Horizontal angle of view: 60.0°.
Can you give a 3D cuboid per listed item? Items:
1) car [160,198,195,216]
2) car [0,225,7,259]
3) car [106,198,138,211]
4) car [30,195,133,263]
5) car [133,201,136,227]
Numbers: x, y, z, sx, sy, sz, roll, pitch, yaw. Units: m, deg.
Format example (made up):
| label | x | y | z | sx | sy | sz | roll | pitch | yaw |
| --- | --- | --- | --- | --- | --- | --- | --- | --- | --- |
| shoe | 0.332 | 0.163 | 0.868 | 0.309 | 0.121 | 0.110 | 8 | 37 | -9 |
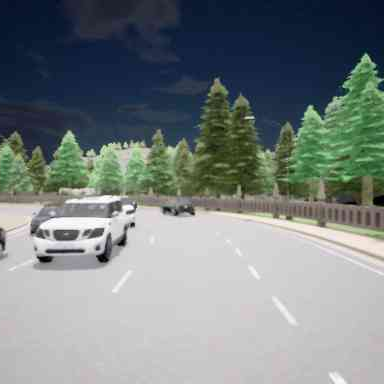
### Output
| label | x | y | z | sx | sy | sz | roll | pitch | yaw |
| --- | --- | --- | --- | --- | --- | --- | --- | --- | --- |
| car | -1.499 | 1.374 | 32.716 | 2.097 | 1.767 | 4.553 | 0 | 0 | -26 |
| car | -7.213 | 1.514 | 9.479 | 1.837 | 1.490 | 4.892 | 0 | 0 | -1 |
| car | -9.223 | 1.538 | 43.613 | 1.837 | 1.490 | 4.892 | 0 | 0 | -44 |
| car | -3.776 | 1.231 | 12.385 | 2.150 | 2.045 | 5.566 | 0 | 0 | -2 |
| car | -5.212 | 1.239 | 23.037 | 2.150 | 2.045 | 5.566 | 0 | 0 | -17 |
